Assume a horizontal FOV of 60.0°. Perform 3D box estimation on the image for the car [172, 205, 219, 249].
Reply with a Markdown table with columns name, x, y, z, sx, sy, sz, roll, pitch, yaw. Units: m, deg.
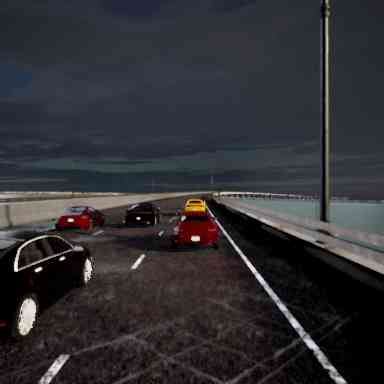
| name | x | y | z | sx | sy | sz | roll | pitch | yaw |
| --- | --- | --- | --- | --- | --- | --- | --- | --- | --- |
| car | 0.135 | 1.523 | 14.408 | 1.812 | 1.442 | 4.674 | 0 | 0 | 0 |

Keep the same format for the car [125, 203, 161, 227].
| name | x | y | z | sx | sy | sz | roll | pitch | yaw |
| --- | --- | --- | --- | --- | --- | --- | --- | --- | --- |
| car | -3.290 | 1.470 | 23.061 | 1.882 | 1.535 | 5.008 | 0 | 0 | 0 |

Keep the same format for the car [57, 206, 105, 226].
| name | x | y | z | sx | sy | sz | roll | pitch | yaw |
| --- | --- | --- | --- | --- | --- | --- | --- | --- | --- |
| car | -6.809 | 1.557 | 20.721 | 1.994 | 1.385 | 4.181 | 0 | 0 | 0 |

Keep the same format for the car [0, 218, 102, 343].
| name | x | y | z | sx | sy | sz | roll | pitch | yaw |
| --- | --- | --- | --- | --- | --- | --- | --- | --- | --- |
| car | -3.385 | 1.504 | 6.406 | 1.837 | 1.490 | 4.892 | 0 | 0 | 0 |

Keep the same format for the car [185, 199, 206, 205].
| name | x | y | z | sx | sy | sz | roll | pitch | yaw |
| --- | --- | --- | --- | --- | --- | --- | --- | --- | --- |
| car | 0.311 | 1.464 | 32.657 | 1.882 | 1.535 | 5.008 | 0 | 0 | 1 |
